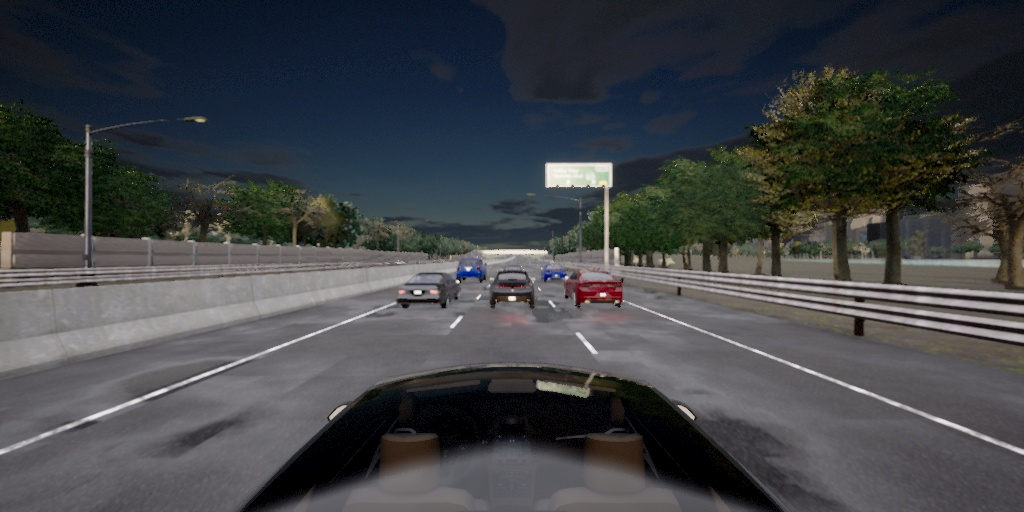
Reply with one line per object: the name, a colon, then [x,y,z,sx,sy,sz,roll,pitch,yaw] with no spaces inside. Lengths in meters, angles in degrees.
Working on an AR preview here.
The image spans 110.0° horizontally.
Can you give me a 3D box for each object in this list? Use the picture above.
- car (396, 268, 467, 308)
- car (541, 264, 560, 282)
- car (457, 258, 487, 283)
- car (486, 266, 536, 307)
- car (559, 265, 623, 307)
car: [-3.485,1.410,15.795,2.033,1.411,5.357,0,0,0]
car: [3.582,1.439,31.226,1.882,1.535,5.008,0,0,1]
car: [-3.426,1.176,30.815,2.150,2.045,5.566,0,0,0]
car: [0.020,1.373,16.100,1.837,1.490,4.892,0,0,0]
car: [3.523,1.344,16.269,1.882,1.535,5.008,0,0,0]
